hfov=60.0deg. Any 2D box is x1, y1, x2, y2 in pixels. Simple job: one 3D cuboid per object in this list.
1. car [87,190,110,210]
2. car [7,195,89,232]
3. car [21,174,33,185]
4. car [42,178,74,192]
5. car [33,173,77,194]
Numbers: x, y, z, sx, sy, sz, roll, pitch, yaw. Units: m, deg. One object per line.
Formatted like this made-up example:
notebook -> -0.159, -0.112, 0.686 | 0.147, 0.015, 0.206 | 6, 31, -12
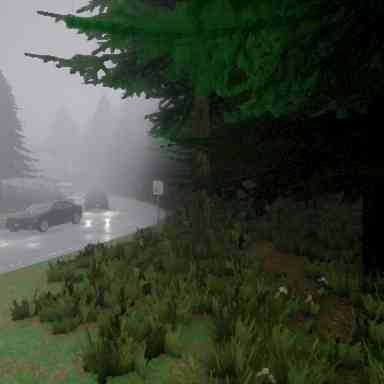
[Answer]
car -> -8.318, 0.651, 28.895 | 1.837, 1.490, 4.892 | 0, 5, -18
car -> -8.122, 1.226, 18.790 | 1.882, 1.535, 5.008 | 0, 2, 12
car -> -25.641, -2.127, 52.452 | 2.150, 2.045, 5.566 | 0, 5, -30
car -> -18.323, -0.951, 45.380 | 4.892, 1.490, 1.837 | 6, 4, 38
car -> -16.157, -0.828, 39.708 | 5.566, 2.045, 2.150 | 8, 4, 35
